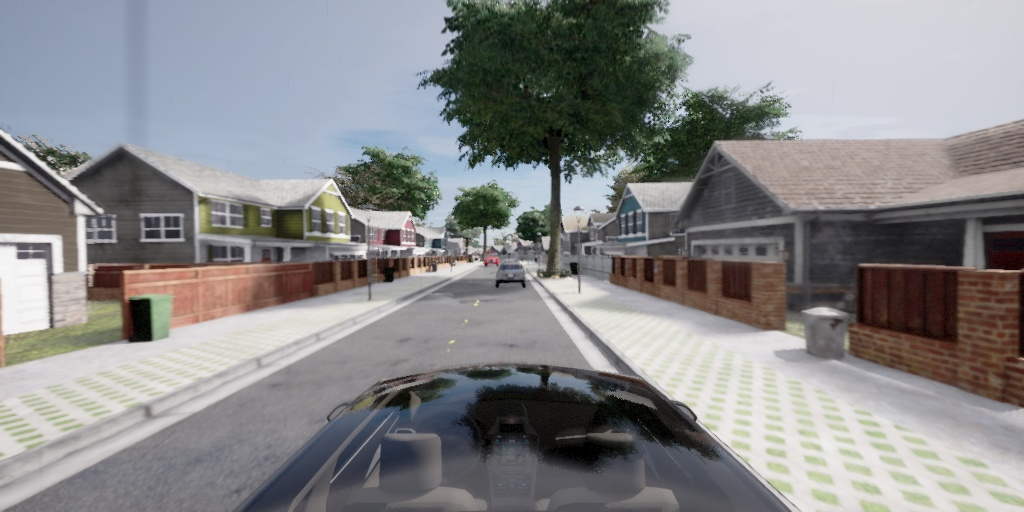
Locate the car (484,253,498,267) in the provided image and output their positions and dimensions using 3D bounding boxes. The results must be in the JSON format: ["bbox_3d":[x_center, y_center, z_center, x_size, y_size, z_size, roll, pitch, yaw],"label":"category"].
[{"bbox_3d":[-3.104,0.596,54.986,2.150,2.045,5.566,-1,0,0],"label":"car"}]

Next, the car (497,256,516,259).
[{"bbox_3d":[-0.160,0.939,38.206,2.128,1.511,4.902,-1,1,0],"label":"car"}]

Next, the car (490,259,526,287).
[{"bbox_3d":[-0.074,1.115,22.661,2.033,1.411,5.357,-1,0,0],"label":"car"}]
